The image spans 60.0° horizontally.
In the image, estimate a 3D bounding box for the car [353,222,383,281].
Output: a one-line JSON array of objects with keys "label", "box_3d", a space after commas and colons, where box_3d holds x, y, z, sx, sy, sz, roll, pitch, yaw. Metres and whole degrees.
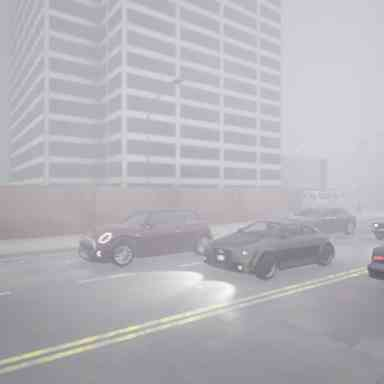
[{"label": "car", "box_3d": [6.553, 1.543, 8.422, 5.357, 1.411, 2.033, 0, 0, -36]}]

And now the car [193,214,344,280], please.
[{"label": "car", "box_3d": [2.396, 1.561, 9.993, 4.181, 1.385, 1.994, 0, 0, -35]}]

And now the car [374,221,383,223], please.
[{"label": "car", "box_3d": [10.519, 1.593, 15.758, 4.718, 1.301, 1.895, 0, 0, -35]}]

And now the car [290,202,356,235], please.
[{"label": "car", "box_3d": [6.624, 1.498, 17.285, 4.892, 1.490, 1.837, 0, 0, -35]}]

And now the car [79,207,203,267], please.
[{"label": "car", "box_3d": [-1.485, 1.350, 11.527, 4.553, 1.767, 2.097, 0, 0, -36]}]
